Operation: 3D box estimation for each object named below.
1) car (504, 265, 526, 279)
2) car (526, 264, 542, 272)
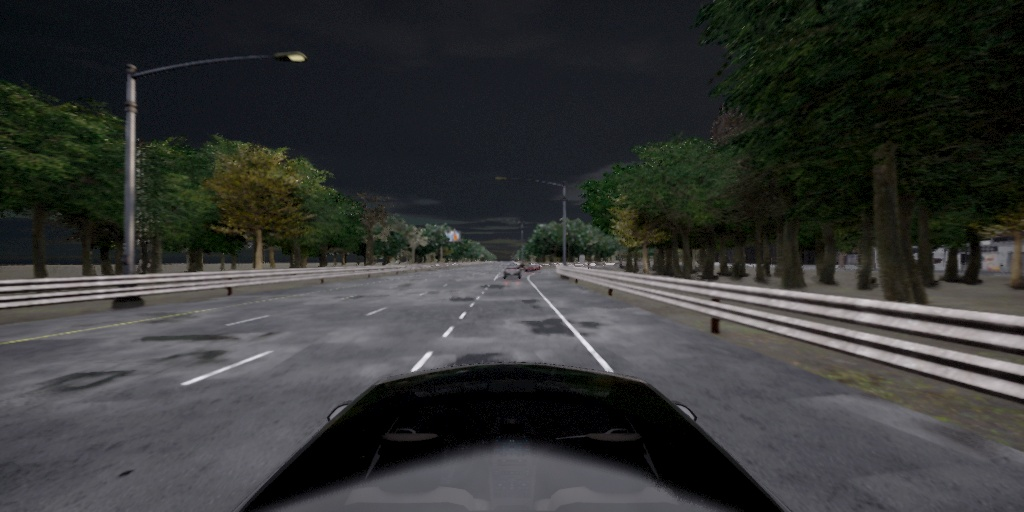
[{"bbox_3d":[0.145,1.706,40.048,2.128,1.511,4.902,0,-1,3],"label":"car"},{"bbox_3d":[3.740,2.061,60.954,1.895,1.301,4.718,0,-1,17],"label":"car"}]
